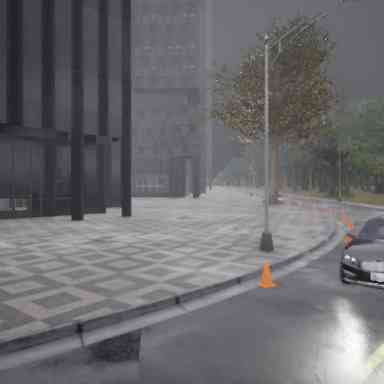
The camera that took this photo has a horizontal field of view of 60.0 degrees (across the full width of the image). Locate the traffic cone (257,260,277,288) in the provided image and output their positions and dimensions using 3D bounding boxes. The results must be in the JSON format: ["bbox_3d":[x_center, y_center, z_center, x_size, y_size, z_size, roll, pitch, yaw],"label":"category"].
[{"bbox_3d":[1.775,1.926,7.917,0.340,0.580,0.340,-1,0,-29],"label":"traffic cone"}]

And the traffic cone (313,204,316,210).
[{"bbox_3d":[11.787,1.466,31.991,0.340,0.580,0.340,0,1,3],"label":"traffic cone"}]

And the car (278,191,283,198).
[{"bbox_3d":[15.118,0.448,60.421,1.994,1.385,4.181,0,1,-1],"label":"car"}]

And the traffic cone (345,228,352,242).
[{"bbox_3d":[6.717,1.813,14.201,0.340,0.580,0.340,0,1,30],"label":"traffic cone"}]

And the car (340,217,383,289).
[{"bbox_3d":[5.304,1.431,8.650,2.128,1.511,4.902,0,1,38],"label":"car"}]

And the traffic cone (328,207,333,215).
[{"bbox_3d":[11.364,1.555,27.295,0.340,0.580,0.340,0,1,9],"label":"traffic cone"}]
